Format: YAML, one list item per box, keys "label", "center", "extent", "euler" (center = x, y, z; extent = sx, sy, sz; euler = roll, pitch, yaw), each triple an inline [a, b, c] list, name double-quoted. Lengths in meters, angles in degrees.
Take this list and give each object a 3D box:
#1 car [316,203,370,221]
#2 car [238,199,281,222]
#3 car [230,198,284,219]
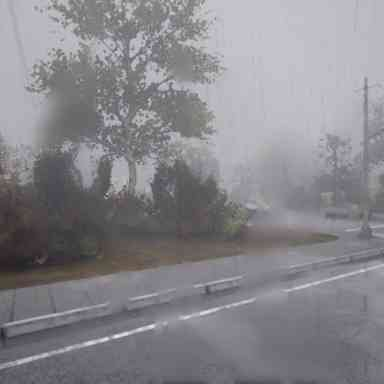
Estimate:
- label: "car"
  center: [12.811, 1.625, 28.462]
  extent: [1.994, 1.385, 4.181]
  euler: [0, -1, -37]
- label: "car"
  center: [4.436, 1.598, 27.458]
  extent: [1.882, 1.535, 5.008]
  euler: [0, -1, -40]
- label: "car"
  center: [5.996, 1.495, 31.008]
  extent: [2.097, 1.767, 4.553]
  euler: [0, -1, -41]
